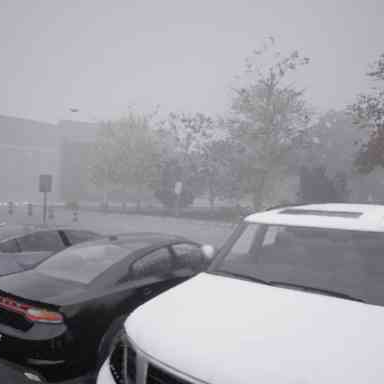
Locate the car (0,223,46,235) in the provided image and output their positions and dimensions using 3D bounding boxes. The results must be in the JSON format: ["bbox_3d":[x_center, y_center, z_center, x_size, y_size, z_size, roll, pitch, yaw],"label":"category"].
[{"bbox_3d":[-2.954,1.413,7.265,2.163,1.488,4.792,1,1,35],"label":"car"}]

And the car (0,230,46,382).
[{"bbox_3d":[-0.709,1.425,5.632,2.097,1.535,5.008,1,1,35],"label":"car"}]

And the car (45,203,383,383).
[{"bbox_3d":[1.545,1.214,4.006,2.435,2.045,5.566,1,1,35],"label":"car"}]
